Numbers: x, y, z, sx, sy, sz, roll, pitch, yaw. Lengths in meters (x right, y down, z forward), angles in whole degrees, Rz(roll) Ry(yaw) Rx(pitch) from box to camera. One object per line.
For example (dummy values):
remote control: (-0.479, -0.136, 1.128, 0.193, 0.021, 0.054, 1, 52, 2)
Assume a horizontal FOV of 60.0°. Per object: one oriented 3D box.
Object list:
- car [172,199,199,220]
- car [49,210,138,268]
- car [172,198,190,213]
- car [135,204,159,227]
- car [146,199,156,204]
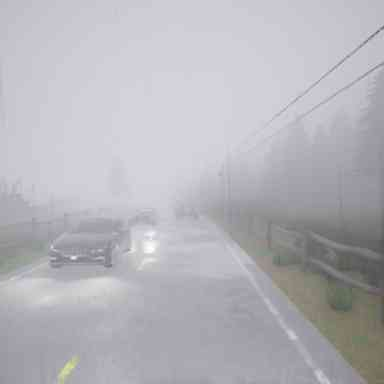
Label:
car: (-0.548, 1.651, 31.721, 2.097, 1.767, 4.553, 0, -1, -4)
car: (-3.333, 1.617, 11.757, 1.837, 1.490, 4.892, 0, -1, 0)
car: (-1.575, 1.775, 44.856, 2.097, 1.767, 4.553, 0, -1, -5)
car: (-3.547, 1.838, 25.023, 1.895, 1.301, 4.718, 0, 0, -2)
car: (-9.056, 2.175, 73.615, 1.994, 1.385, 4.181, 0, -1, -10)
